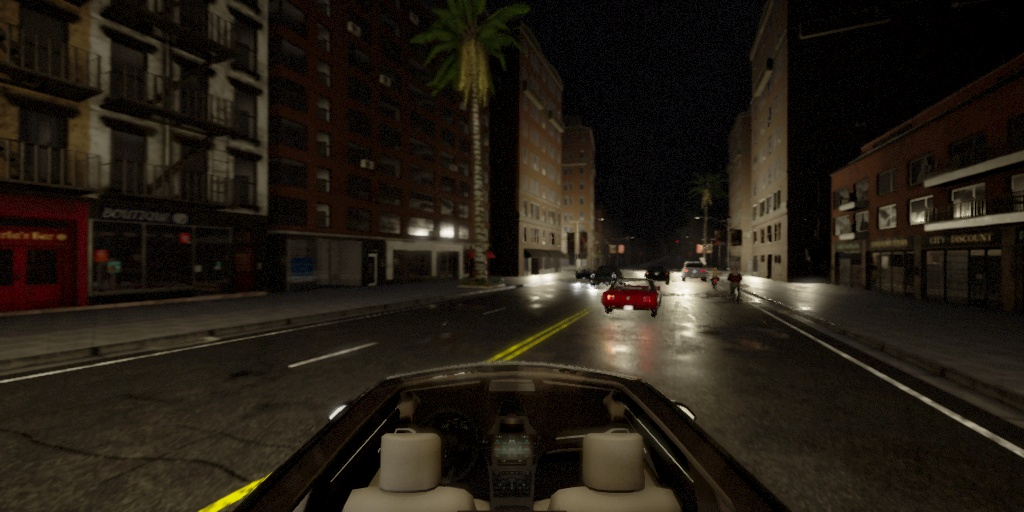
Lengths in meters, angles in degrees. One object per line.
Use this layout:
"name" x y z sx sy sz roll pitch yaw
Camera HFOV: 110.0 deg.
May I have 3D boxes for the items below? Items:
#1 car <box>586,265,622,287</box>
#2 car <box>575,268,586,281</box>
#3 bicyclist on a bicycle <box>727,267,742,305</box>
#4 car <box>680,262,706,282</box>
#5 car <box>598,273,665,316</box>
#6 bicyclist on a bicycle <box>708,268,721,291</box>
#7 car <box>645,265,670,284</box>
"car" 7.661 1.538 28.793 2.097 1.767 4.553 0 -1 24
"car" 8.005 1.921 37.417 1.895 1.301 4.718 0 -1 24
"bicyclist on a bicycle" 10.546 1.407 17.013 0.659 1.776 1.843 0 -1 24
"car" 19.070 1.639 37.754 2.150 2.045 5.566 0 -1 24
"car" 5.016 1.560 14.608 1.895 1.301 4.718 0 -1 24
"bicyclist on a bicycle" 14.449 1.629 25.556 0.866 1.612 1.509 0 -1 24
"car" 13.748 1.665 33.861 2.097 1.767 4.553 0 -1 24
